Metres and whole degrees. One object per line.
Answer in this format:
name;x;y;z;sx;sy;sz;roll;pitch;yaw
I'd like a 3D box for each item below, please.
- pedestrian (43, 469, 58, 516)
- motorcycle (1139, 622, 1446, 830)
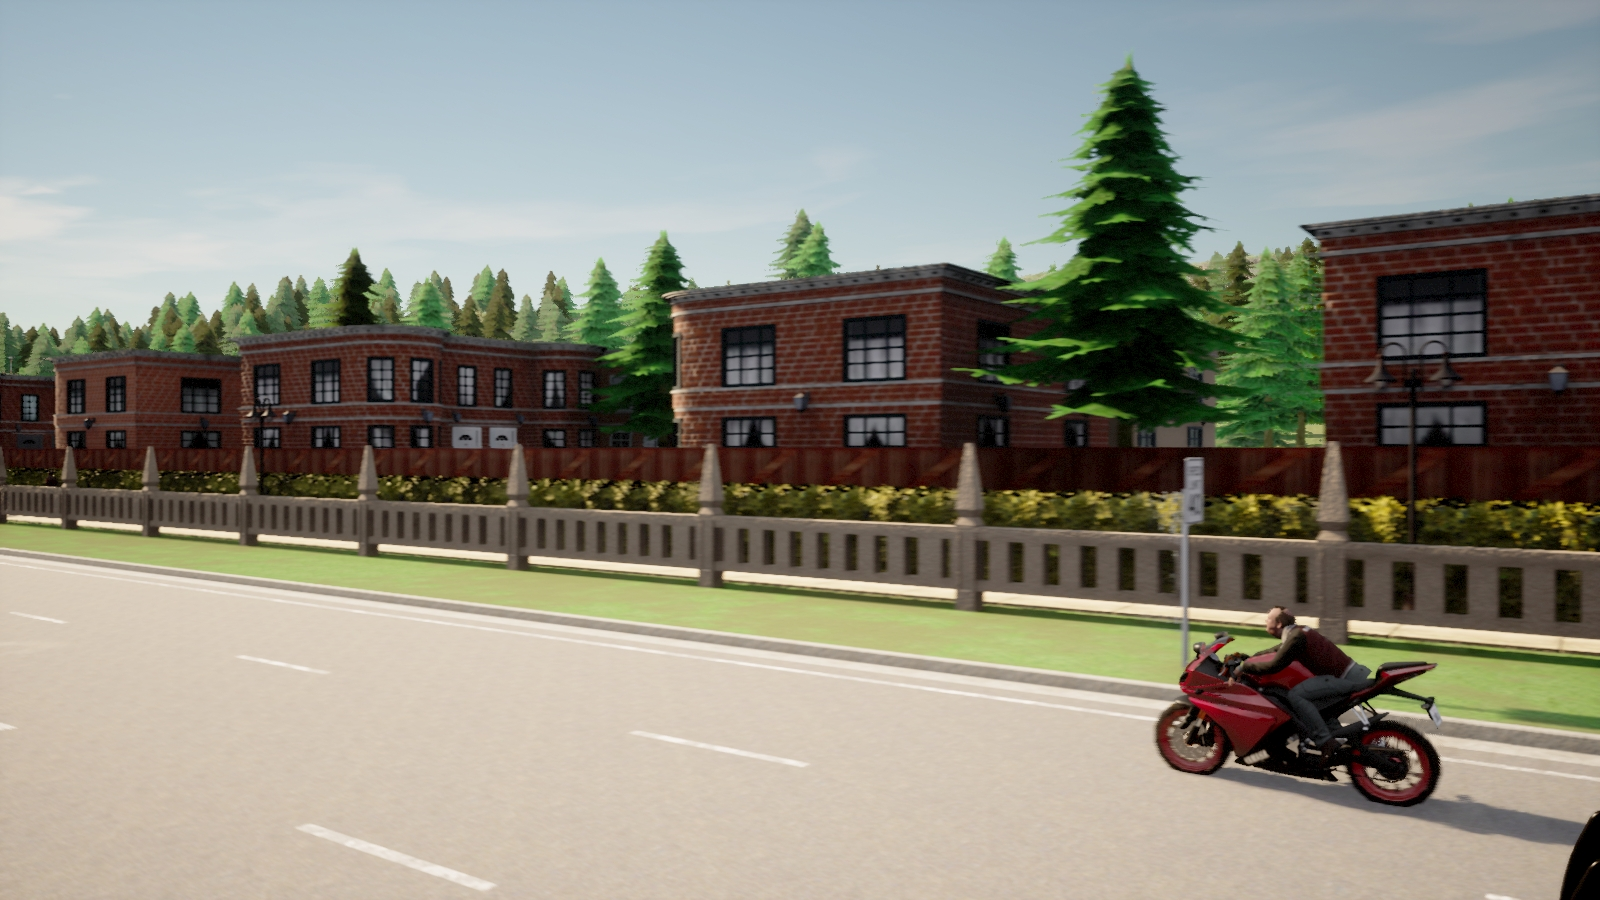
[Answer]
pedestrian;-29.945;1.699;45.661;0.375;1.860;0.375;0;0;35
motorcycle;4.052;2.205;9.493;2.209;1.251;0.867;0;0;35
